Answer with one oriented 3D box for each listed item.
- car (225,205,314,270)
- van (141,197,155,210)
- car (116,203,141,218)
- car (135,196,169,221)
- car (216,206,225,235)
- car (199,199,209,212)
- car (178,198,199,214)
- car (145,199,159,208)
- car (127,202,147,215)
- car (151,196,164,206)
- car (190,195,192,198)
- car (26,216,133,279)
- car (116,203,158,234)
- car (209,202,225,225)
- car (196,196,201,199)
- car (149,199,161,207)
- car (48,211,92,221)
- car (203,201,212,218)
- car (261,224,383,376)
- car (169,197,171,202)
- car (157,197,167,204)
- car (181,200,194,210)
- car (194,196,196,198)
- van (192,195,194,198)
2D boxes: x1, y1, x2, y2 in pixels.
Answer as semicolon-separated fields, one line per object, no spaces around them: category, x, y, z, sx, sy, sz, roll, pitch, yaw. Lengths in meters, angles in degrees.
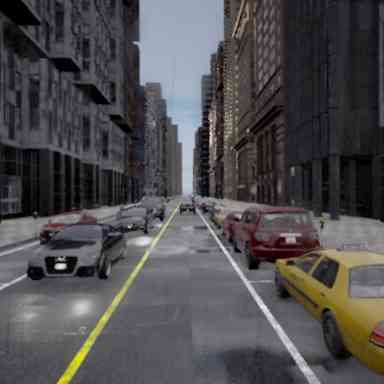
car;2.592;1.376;11.249;2.192;1.841;5.009;0;0;-1
van;-6.593;1.712;50.295;1.690;1.788;3.998;0;0;-1
car;-6.307;1.838;33.490;1.802;1.307;4.206;0;0;-1
car;-3.479;1.495;29.608;2.150;2.045;5.566;0;0;-1
car;2.499;1.643;16.848;1.887;1.381;4.507;0;0;-1
car;2.121;1.815;39.251;1.947;1.339;4.313;0;0;-1
car;-0.523;1.762;38.315;1.837;1.490;4.892;0;0;-1
car;-6.683;1.934;55.725;1.752;1.417;4.829;0;0;-1
car;-6.402;1.876;39.091;1.802;1.307;4.206;0;0;-1
car;-6.877;1.803;67.099;2.192;1.841;5.009;0;0;-1
car;1.268;1.920;89.660;2.192;1.841;5.009;0;0;-1
car;-3.243;1.649;10.162;1.994;1.385;4.181;0;0;-1
car;-3.410;1.659;20.349;1.837;1.490;4.892;0;-1;-1
car;2.402;1.662;22.620;1.752;1.417;4.829;0;0;-1
car;1.931;1.766;50.454;1.967;1.590;4.097;0;0;-1
car;-6.780;2.031;61.495;1.802;1.307;4.206;0;0;-1
car;-6.024;1.687;16.687;1.887;1.381;4.507;0;0;-1
car;2.310;1.724;28.050;2.008;1.369;4.403;0;0;-1
car;2.685;1.550;5.817;1.752;1.417;4.829;0;0;-1
car;-7.159;2.159;83.901;2.008;1.369;4.403;0;0;-1
car;-7.065;2.008;78.300;1.967;1.590;4.097;0;0;-1
car;-0.711;1.934;49.325;1.895;1.301;4.718;0;0;-1
car;1.742;1.844;61.655;1.967;1.590;4.097;0;0;-1
van;1.458;1.864;78.459;1.690;1.788;3.998;0;0;-1
